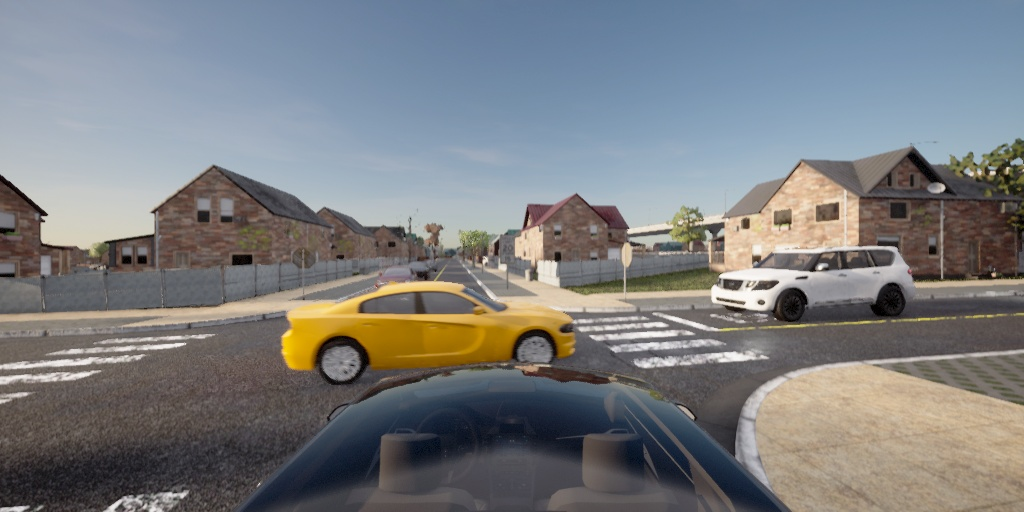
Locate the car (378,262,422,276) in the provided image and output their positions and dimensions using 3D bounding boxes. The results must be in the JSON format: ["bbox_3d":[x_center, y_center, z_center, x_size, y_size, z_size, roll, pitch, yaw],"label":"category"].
[{"bbox_3d":[-6.137,1.265,19.497,1.812,1.442,4.674,0,0,-11],"label":"car"}]

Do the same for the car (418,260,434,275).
[{"bbox_3d":[-7.848,1.205,29.818,1.882,1.535,5.008,0,0,-9],"label":"car"}]

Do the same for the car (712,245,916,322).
[{"bbox_3d":[9.104,0.745,10.974,5.566,2.045,2.150,-2,0,-9],"label":"car"}]

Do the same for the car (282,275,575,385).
[{"bbox_3d":[-1.343,1.221,6.636,5.008,1.535,1.882,0,0,-8],"label":"car"}]

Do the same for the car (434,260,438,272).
[{"bbox_3d":[-10.099,1.198,43.852,2.128,1.511,4.902,0,1,-9],"label":"car"}]
